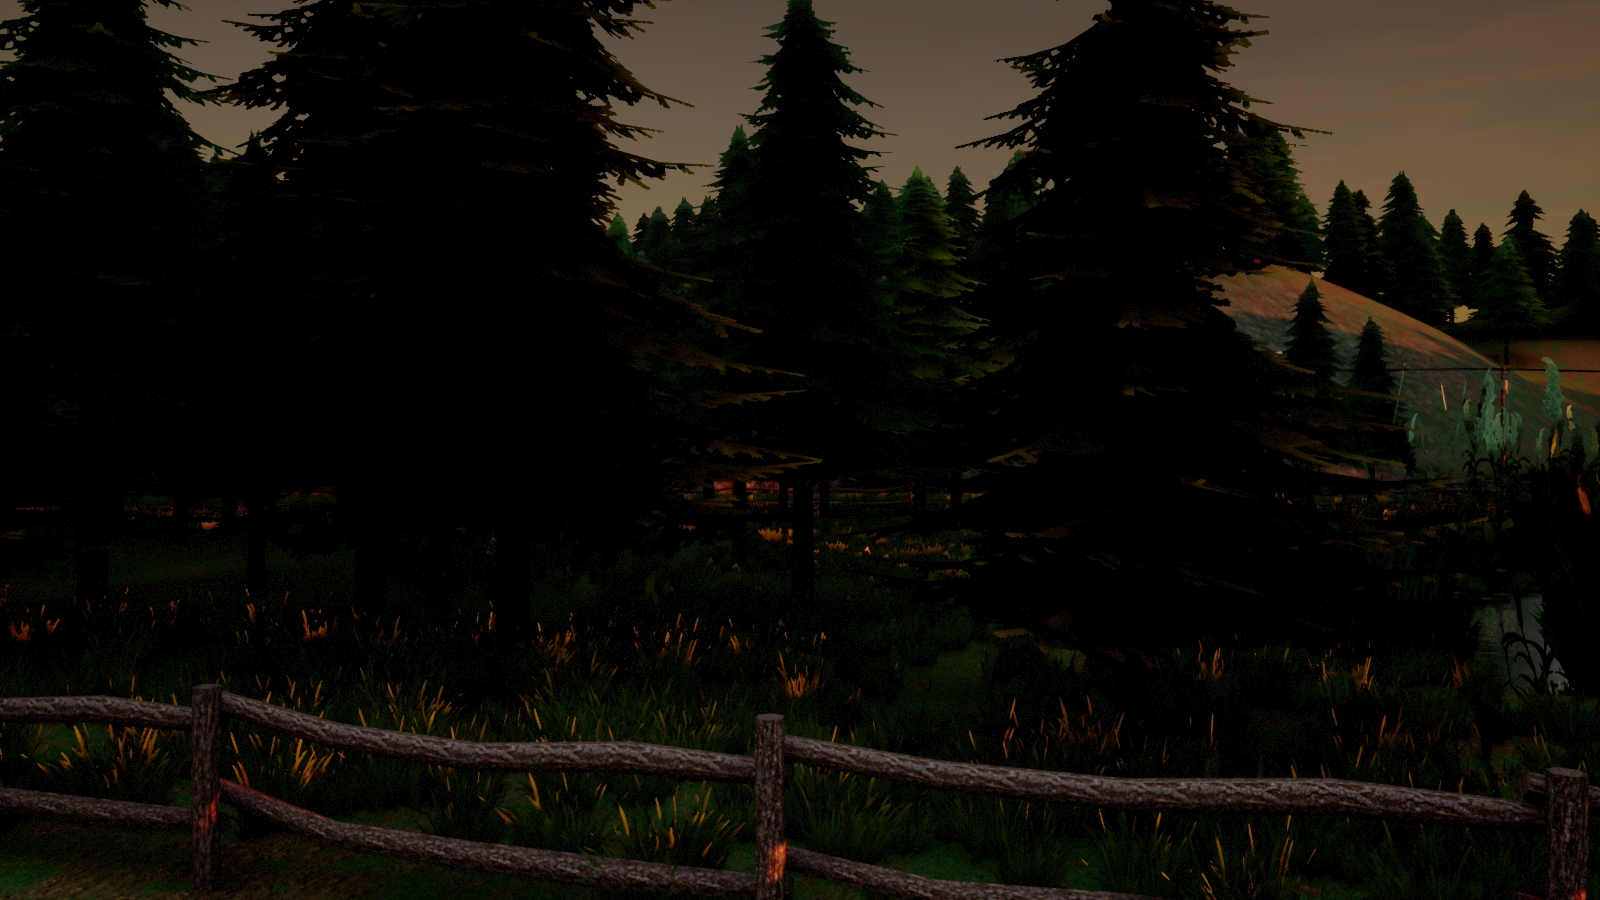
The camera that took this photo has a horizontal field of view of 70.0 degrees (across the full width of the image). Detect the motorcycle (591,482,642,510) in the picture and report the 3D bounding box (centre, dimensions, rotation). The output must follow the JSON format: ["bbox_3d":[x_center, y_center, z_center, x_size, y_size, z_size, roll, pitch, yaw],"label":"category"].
[{"bbox_3d":[-8.702,2.178,54.116,2.209,1.251,0.867,0,0,14],"label":"motorcycle"}]
